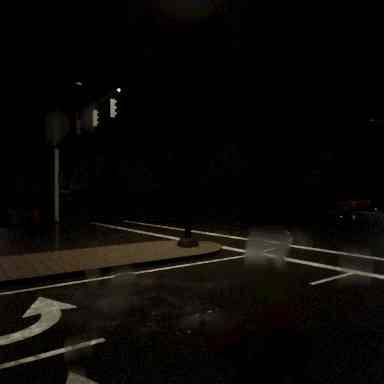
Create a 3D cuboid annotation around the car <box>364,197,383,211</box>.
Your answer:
[{"bbox_3d":[22.821,1.547,38.873,5.357,1.411,2.033,0,0,-35],"label":"car"}]

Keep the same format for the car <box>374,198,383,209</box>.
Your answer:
[{"bbox_3d":[27.424,1.564,46.433,4.181,1.385,1.994,0,0,-36],"label":"car"}]

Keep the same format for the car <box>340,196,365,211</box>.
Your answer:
[{"bbox_3d":[20.409,1.352,41.405,4.553,1.767,2.097,0,0,-36],"label":"car"}]
